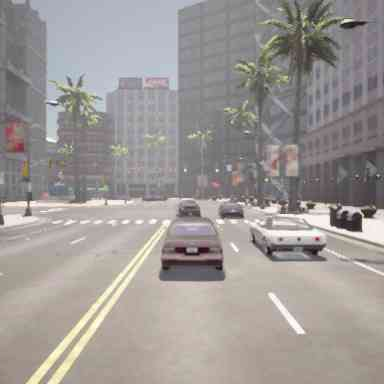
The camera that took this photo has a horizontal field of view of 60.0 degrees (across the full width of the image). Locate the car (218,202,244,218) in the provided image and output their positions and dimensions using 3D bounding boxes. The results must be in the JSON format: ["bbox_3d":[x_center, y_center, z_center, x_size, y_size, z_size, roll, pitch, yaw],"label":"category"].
[{"bbox_3d":[3.516,1.567,30.414,1.994,1.385,4.181,0,0,0],"label":"car"}]

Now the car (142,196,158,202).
[{"bbox_3d":[-10.027,1.606,77.081,1.895,1.301,4.718,0,0,-24],"label":"car"}]

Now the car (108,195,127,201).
[{"bbox_3d":[-20.540,1.536,89.167,4.674,1.442,1.812,0,0,35],"label":"car"}]

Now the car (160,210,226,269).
[{"bbox_3d":[0.021,1.549,11.119,2.033,1.411,5.357,0,0,0],"label":"car"}]

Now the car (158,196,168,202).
[{"bbox_3d":[-7.489,1.606,79.856,1.895,1.301,4.718,0,0,-28],"label":"car"}]

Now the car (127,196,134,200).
[{"bbox_3d":[-18.350,1.606,91.894,4.718,1.301,1.895,0,0,38],"label":"car"}]

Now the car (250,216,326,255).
[{"bbox_3d":[3.537,1.602,13.254,1.895,1.301,4.718,0,0,0],"label":"car"}]

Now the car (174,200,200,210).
[{"bbox_3d":[-0.457,1.510,29.879,1.837,1.490,4.892,1,0,-8],"label":"car"}]
